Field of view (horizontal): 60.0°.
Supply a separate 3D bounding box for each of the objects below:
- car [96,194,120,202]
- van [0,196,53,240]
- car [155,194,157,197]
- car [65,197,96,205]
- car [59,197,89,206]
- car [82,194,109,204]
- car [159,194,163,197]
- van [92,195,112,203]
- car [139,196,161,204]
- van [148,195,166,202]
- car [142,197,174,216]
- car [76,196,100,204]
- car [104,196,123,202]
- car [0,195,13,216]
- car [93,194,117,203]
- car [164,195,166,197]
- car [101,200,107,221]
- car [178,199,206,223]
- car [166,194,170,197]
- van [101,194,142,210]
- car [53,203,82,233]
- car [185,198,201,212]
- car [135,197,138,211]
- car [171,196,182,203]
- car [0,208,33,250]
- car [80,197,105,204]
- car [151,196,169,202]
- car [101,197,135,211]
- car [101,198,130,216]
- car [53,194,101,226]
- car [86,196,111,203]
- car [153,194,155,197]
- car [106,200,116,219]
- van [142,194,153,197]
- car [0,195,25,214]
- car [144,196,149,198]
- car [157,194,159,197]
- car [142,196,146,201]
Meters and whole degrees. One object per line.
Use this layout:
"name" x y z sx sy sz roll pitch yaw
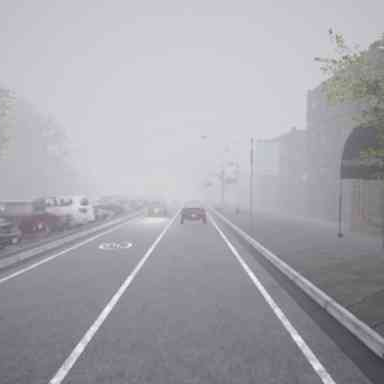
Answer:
"car" -21.956 1.645 87.135 5.566 2.045 2.435 0 0 0
"van" -8.961 1.280 14.882 4.442 1.987 1.878 0 0 0
"car" -8.848 1.591 56.928 4.553 1.767 2.185 0 0 0
"car" -21.781 1.763 64.928 5.366 1.575 1.946 0 0 0
"car" -21.969 1.750 62.151 4.892 1.521 2.231 0 0 0
"car" -22.004 1.582 76.032 5.566 2.045 2.435 0 0 0
"car" -8.856 1.500 62.535 5.566 2.045 2.435 0 0 0
"van" -22.097 1.642 81.582 4.442 1.987 1.878 0 0 0
"car" -8.922 1.677 70.944 4.553 1.767 2.185 0 0 0
"van" -9.020 1.661 84.959 4.442 1.987 1.878 0 0 0
"car" -3.327 1.598 33.506 2.128 1.511 4.902 0 0 0
"car" -22.001 1.674 70.478 4.553 1.767 2.185 0 0 0
"car" -21.960 1.945 92.692 4.792 1.488 2.163 0 0 0
"car" -21.911 1.328 34.268 5.566 2.045 2.435 0 0 0
"car" -22.011 1.633 84.359 5.566 2.045 2.435 0 0 0
"car" -8.887 1.820 73.746 4.892 1.521 2.231 0 0 0
"car" -8.846 1.531 23.296 4.892 1.521 2.231 0 0 0
"car" 0.112 1.551 26.204 1.882 1.535 5.008 0 0 0
"car" -8.873 1.619 82.159 5.566 2.045 2.435 0 0 0
"van" -8.748 1.389 40.109 4.442 1.987 1.878 0 0 0
"car" -8.841 1.513 17.685 5.008 1.535 2.097 0 0 0
"car" 0.119 1.609 41.714 1.801 1.575 5.366 0 0 0
"car" -8.892 1.627 37.304 4.792 1.488 2.163 0 0 0
"car" -3.211 1.791 74.738 1.812 1.442 4.674 0 0 0
"car" -8.837 1.499 12.079 4.892 1.521 2.231 0 0 0
"car" -21.944 1.846 73.255 4.792 1.488 2.163 0 0 0
"car" -8.939 1.944 93.377 4.792 1.488 2.163 0 0 0
"car" -9.046 1.578 34.501 5.366 1.575 1.946 0 0 0
"car" -8.853 1.565 31.701 5.008 1.535 2.097 0 0 0
"car" -8.877 1.270 20.489 5.566 2.045 2.435 0 0 0
"car" -22.164 1.848 78.806 5.366 1.575 1.946 0 0 0
"car" -8.908 1.574 54.124 4.553 1.767 2.185 0 0 0
"car" -8.824 1.569 26.093 4.792 1.488 2.163 0 0 0
"van" -8.758 1.457 51.322 4.442 1.987 1.878 0 0 0
"car" -21.914 1.345 36.930 5.566 2.045 2.435 0 0 0
"car" -8.841 1.678 45.714 4.792 1.488 2.163 0 0 0
"car" -8.851 1.608 59.731 4.553 1.767 2.185 0 0 0
"car" -8.838 1.661 42.911 4.792 1.488 2.163 0 0 0
